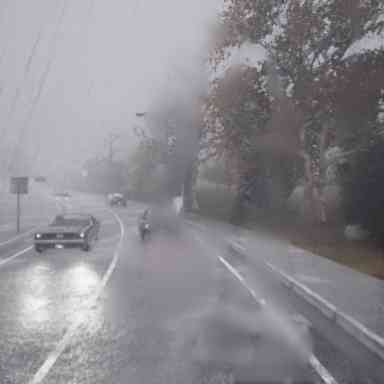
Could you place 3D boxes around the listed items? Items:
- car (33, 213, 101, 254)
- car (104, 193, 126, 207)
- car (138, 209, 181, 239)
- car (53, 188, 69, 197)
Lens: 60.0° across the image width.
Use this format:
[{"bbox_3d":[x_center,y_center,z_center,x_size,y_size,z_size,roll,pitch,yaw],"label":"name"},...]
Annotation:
[{"bbox_3d":[-4.903,1.556,13.628,1.895,1.301,4.718,0,1,-9],"label":"car"},{"bbox_3d":[-9.084,0.904,39.301,1.837,1.490,4.892,2,1,-25],"label":"car"},{"bbox_3d":[-1.816,1.541,17.238,1.895,1.301,4.718,0,1,-11],"label":"car"},{"bbox_3d":[-21.193,0.018,53.630,2.033,1.411,5.357,2,2,-31],"label":"car"}]
